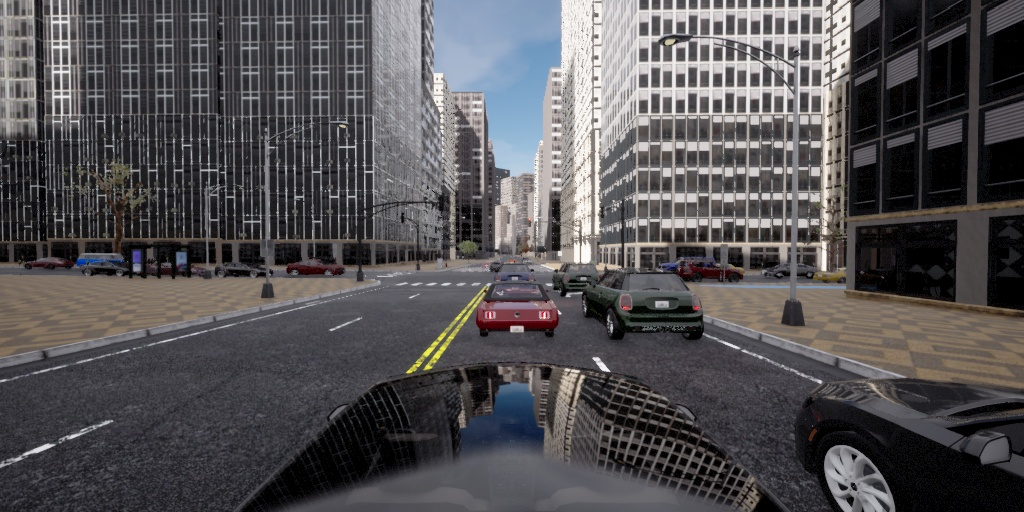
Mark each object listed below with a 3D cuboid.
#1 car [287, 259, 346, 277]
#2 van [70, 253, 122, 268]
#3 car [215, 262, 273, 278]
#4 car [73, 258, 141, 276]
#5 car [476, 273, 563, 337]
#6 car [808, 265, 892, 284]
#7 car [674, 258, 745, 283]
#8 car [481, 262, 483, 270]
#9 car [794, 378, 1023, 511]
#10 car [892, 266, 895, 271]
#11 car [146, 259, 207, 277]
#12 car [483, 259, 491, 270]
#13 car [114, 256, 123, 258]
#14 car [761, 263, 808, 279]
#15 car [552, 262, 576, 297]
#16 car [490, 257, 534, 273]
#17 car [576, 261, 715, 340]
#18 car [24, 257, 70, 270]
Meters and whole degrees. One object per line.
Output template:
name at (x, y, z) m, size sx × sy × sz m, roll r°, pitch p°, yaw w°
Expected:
car at (-17.909, 1.085, 32.892) m, size 5.008 × 1.535 × 1.882 m, roll 0°, pitch 1°, yaw 3°
van at (-45.211, 0.605, 39.344) m, size 3.998 × 1.789 × 1.690 m, roll 0°, pitch 0°, yaw 1°
car at (-22.674, 1.174, 30.330) m, size 4.313 × 1.339 × 1.948 m, roll 0°, pitch 0°, yaw 1°
car at (-34.038, 1.070, 30.660) m, size 4.313 × 1.339 × 1.948 m, roll 0°, pitch 0°, yaw 1°
car at (0.115, 1.347, 10.229) m, size 1.895 × 1.301 × 4.718 m, roll 0°, pitch 0°, yaw 0°
car at (27.698, 1.579, 29.500) m, size 4.829 × 1.417 × 1.751 m, roll 0°, pitch 0°, yaw 1°
car at (16.250, 1.269, 29.721) m, size 5.009 × 1.841 × 2.192 m, roll 0°, pitch 0°, yaw 1°
car at (-3.229, 1.241, 50.698) m, size 1.812 × 1.442 × 4.674 m, roll 0°, pitch 0°, yaw 0°
car at (3.343, 1.255, 1.078) m, size 1.837 × 1.490 × 4.892 m, roll 0°, pitch 0°, yaw 0°
car at (33.168, 1.684, 29.395) m, size 4.207 × 1.307 × 1.802 m, roll 0°, pitch 0°, yaw 1°
car at (-28.357, 1.138, 30.475) m, size 4.207 × 1.307 × 1.802 m, roll 0°, pitch 0°, yaw 1°
car at (-0.838, 1.156, 40.743) m, size 2.128 × 1.511 × 4.902 m, roll 1°, pitch -1°, yaw 25°
car at (-33.658, 0.990, 33.283) m, size 4.674 × 1.442 × 1.812 m, roll 0°, pitch 1°, yaw 1°
car at (27.230, 1.448, 35.283) m, size 4.902 × 1.511 × 2.128 m, roll 1°, pitch 1°, yaw 1°
car at (3.384, 1.093, 19.070) m, size 2.097 × 1.767 × 4.553 m, roll 0°, pitch 0°, yaw 0°
car at (0.135, 1.092, 19.223) m, size 2.097 × 1.767 × 4.553 m, roll 0°, pitch 0°, yaw 0°
car at (3.359, 1.098, 10.133) m, size 2.097 × 1.767 × 4.553 m, roll 0°, pitch 0°, yaw 0°
car at (-50.893, 0.794, 39.471) m, size 4.207 × 1.307 × 1.802 m, roll 0°, pitch 0°, yaw 1°
